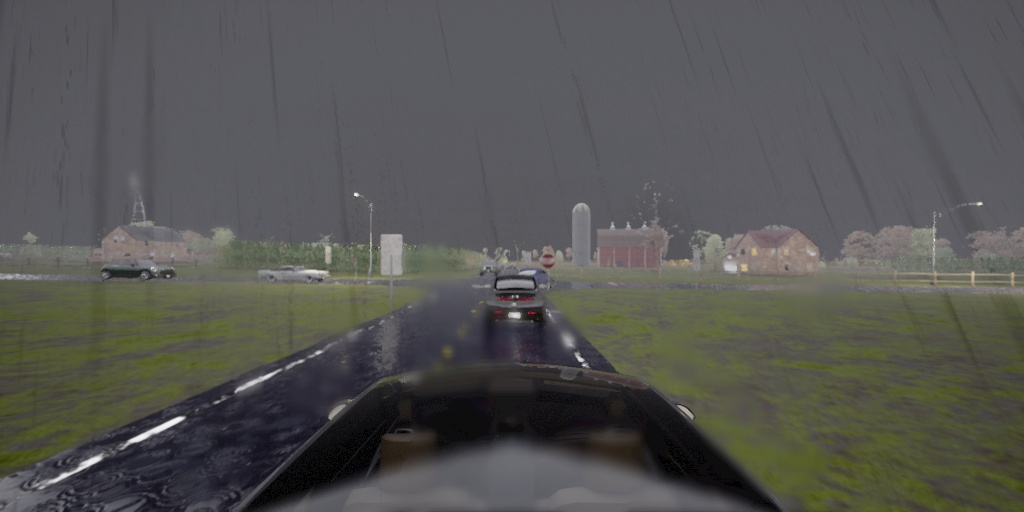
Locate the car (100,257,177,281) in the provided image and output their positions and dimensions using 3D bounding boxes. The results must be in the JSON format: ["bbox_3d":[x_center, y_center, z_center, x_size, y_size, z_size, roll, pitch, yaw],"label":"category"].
[{"bbox_3d":[-29.562,0.996,28.512,4.553,1.767,2.097,1,0,0],"label":"car"}]

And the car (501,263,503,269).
[{"bbox_3d":[-2.817,1.887,59.721,1.882,1.535,5.008,0,0,0],"label":"car"}]

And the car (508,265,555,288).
[{"bbox_3d":[1.472,1.521,23.827,1.812,1.442,4.674,0,-1,21],"label":"car"}]

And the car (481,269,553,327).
[{"bbox_3d":[0.100,1.365,12.016,1.837,1.490,4.892,0,0,0],"label":"car"}]

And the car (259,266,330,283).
[{"bbox_3d":[-17.190,1.429,28.549,4.718,1.301,1.895,1,0,0],"label":"car"}]

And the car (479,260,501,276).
[{"bbox_3d":[-2.843,1.460,45.418,2.150,2.045,5.566,0,-1,0],"label":"car"}]
